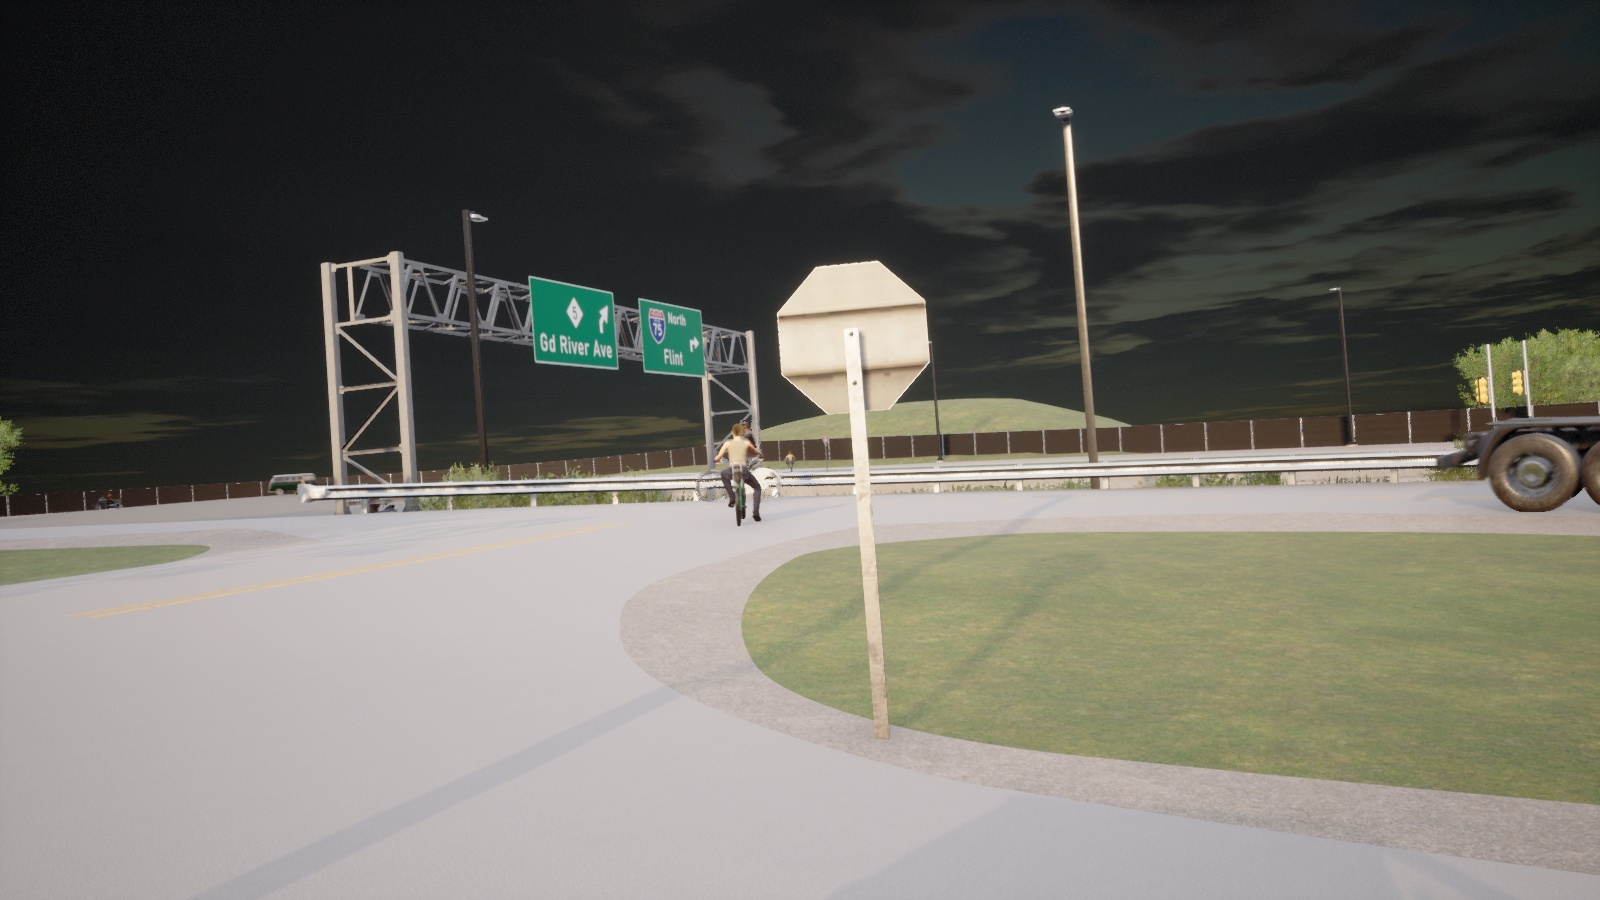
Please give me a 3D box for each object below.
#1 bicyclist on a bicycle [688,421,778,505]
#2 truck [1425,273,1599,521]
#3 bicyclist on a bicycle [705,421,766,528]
[{"bbox_3d":[-1.455,0.273,27.480,1.843,1.776,0.659,-1,0,5],"label":"bicyclist on a bicycle"},{"bbox_3d":[13.423,-0.806,17.578,7.936,3.462,2.891,-1,2,37],"label":"truck"},{"bbox_3d":[-1.018,0.370,20.295,0.866,1.612,1.509,-1,3,0],"label":"bicyclist on a bicycle"}]
